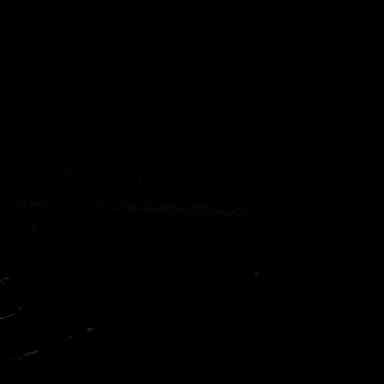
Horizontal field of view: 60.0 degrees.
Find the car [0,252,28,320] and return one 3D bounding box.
[{"bbox_3d":[-4.740,1.524,6.103,4.403,1.369,2.008,0,0,35],"label":"car"}]
